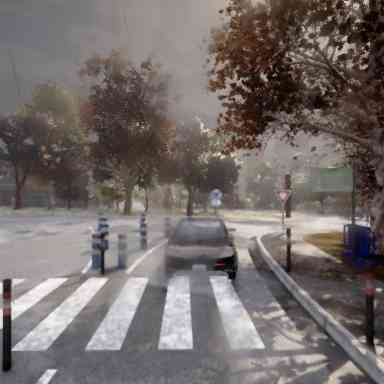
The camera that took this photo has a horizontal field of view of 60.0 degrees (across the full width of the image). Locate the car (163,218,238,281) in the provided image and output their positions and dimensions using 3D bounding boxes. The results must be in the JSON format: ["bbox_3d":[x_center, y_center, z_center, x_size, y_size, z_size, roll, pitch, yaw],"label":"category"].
[{"bbox_3d":[0.306,1.514,9.953,2.128,1.511,4.902,0,0,3],"label":"car"}]

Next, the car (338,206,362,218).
[{"bbox_3d":[22.199,2.785,46.891,2.097,1.767,4.553,-1,-3,8],"label":"car"}]
